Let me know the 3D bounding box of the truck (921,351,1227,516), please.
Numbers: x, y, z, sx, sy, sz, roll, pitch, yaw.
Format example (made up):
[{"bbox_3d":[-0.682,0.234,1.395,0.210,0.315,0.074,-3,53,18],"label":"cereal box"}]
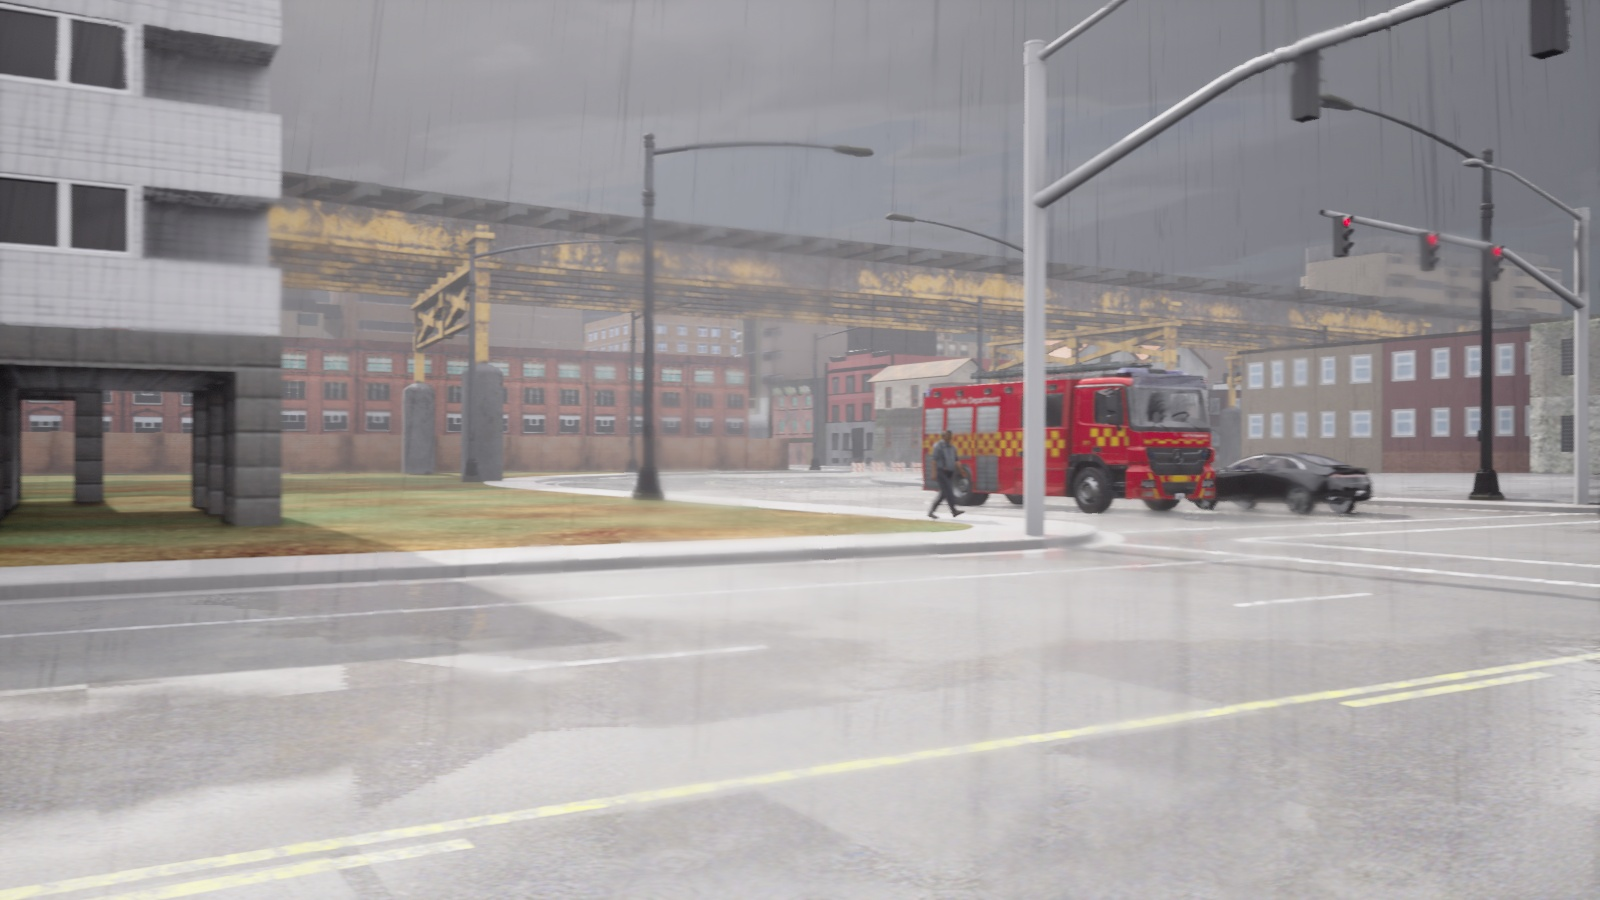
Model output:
[{"bbox_3d":[6.965,-0.372,33.473,2.891,3.827,8.468,0,0,-32],"label":"truck"}]

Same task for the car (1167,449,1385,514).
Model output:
[{"bbox_3d":[11.991,0.738,31.991,2.128,1.511,4.902,0,0,-32],"label":"car"}]

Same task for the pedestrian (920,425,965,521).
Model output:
[{"bbox_3d":[2.806,0.446,24.745,0.540,1.848,0.694,0,0,-42],"label":"pedestrian"}]
